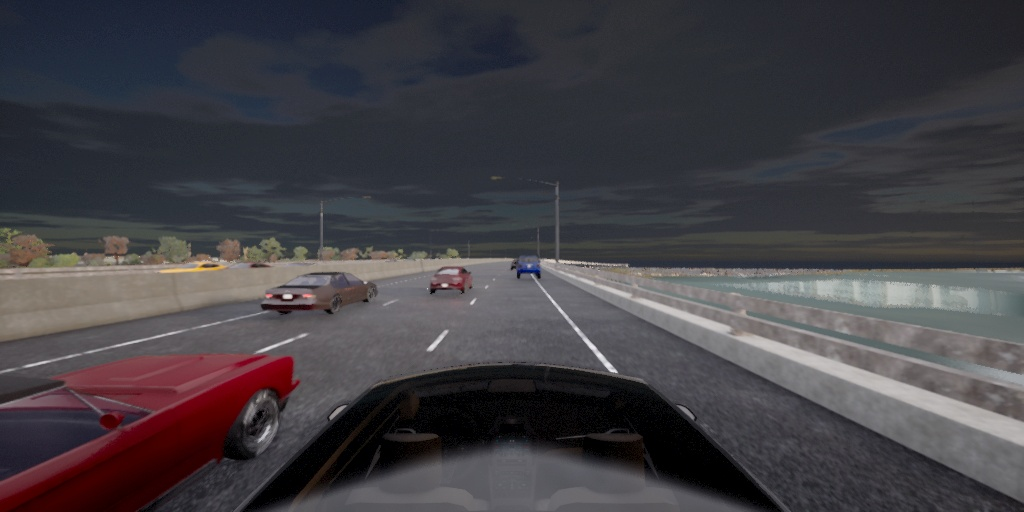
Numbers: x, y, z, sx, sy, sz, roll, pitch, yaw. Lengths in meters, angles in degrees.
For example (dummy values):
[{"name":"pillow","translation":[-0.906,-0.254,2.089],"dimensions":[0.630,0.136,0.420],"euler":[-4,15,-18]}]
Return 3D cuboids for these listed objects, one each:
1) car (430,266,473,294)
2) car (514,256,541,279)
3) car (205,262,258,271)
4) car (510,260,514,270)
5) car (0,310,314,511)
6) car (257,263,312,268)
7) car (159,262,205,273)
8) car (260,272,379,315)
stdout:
[{"name":"car","translation":[-3.298,1.272,20.001],"dimensions":[1.812,1.442,4.674],"euler":[0,0,1]},{"name":"car","translation":[1.510,0.978,33.254],"dimensions":[2.150,2.045,5.566],"euler":[0,0,1]},{"name":"car","translation":[-20.882,1.220,28.206],"dimensions":[1.882,1.535,5.008],"euler":[0,0,1]},{"name":"car","translation":[0.753,1.279,52.417],"dimensions":[1.837,1.490,4.892],"euler":[0,0,2]},{"name":"car","translation":[-3.396,1.349,2.043],"dimensions":[1.895,1.301,4.718],"euler":[0,0,0]},{"name":"car","translation":[-17.383,1.292,28.849],"dimensions":[2.033,1.411,5.357],"euler":[0,0,1]},{"name":"car","translation":[-24.388,1.218,27.802],"dimensions":[1.882,1.535,5.008],"euler":[0,0,1]},{"name":"car","translation":[-6.858,1.291,13.491],"dimensions":[2.033,1.411,5.357],"euler":[0,0,0]}]
